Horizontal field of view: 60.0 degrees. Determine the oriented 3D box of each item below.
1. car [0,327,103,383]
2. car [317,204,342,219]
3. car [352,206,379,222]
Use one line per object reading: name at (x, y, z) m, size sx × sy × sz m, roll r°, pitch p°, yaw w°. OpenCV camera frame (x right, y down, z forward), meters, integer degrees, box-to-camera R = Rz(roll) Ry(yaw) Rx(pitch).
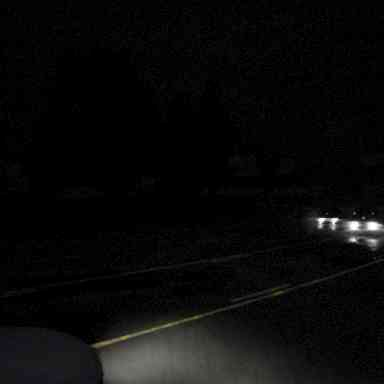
car at (-2.828, 1.533, 1.839) m, size 4.674 × 1.442 × 1.812 m, roll 0°, pitch 0°, yaw -35°
car at (14.370, 1.996, 34.686) m, size 1.994 × 1.385 × 4.181 m, roll 0°, pitch -1°, yaw 30°
car at (16.170, 1.977, 30.866) m, size 1.895 × 1.301 × 4.718 m, roll 0°, pitch -1°, yaw 33°
